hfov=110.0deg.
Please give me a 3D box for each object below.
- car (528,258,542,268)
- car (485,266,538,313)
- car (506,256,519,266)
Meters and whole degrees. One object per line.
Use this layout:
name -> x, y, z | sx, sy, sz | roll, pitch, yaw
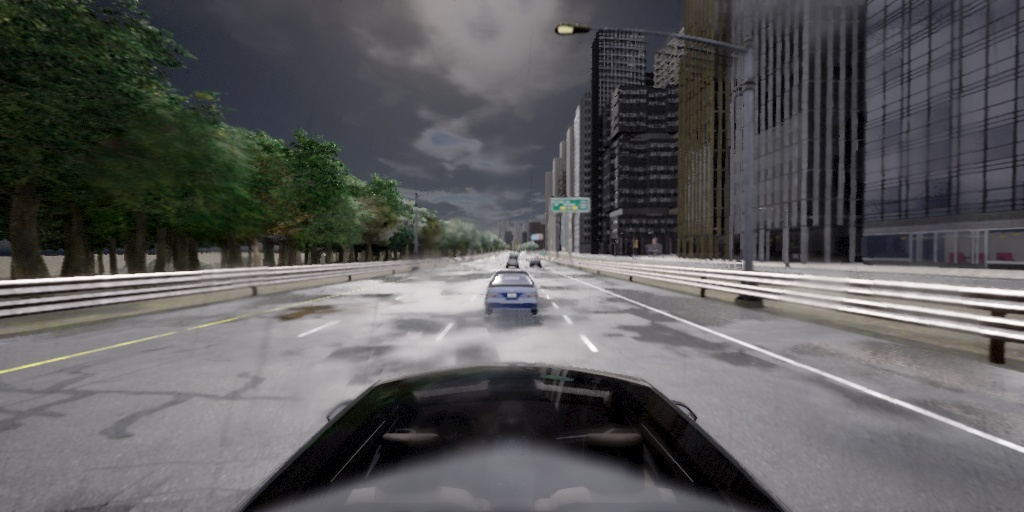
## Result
car -> 3.688, 1.081, 57.418 | 1.837, 1.490, 4.892 | 0, 1, 0
car -> -0.012, 1.276, 13.735 | 2.033, 1.411, 5.357 | 0, 0, 0
car -> 0.094, 1.135, 58.237 | 1.994, 1.385, 4.181 | 0, 0, 0
